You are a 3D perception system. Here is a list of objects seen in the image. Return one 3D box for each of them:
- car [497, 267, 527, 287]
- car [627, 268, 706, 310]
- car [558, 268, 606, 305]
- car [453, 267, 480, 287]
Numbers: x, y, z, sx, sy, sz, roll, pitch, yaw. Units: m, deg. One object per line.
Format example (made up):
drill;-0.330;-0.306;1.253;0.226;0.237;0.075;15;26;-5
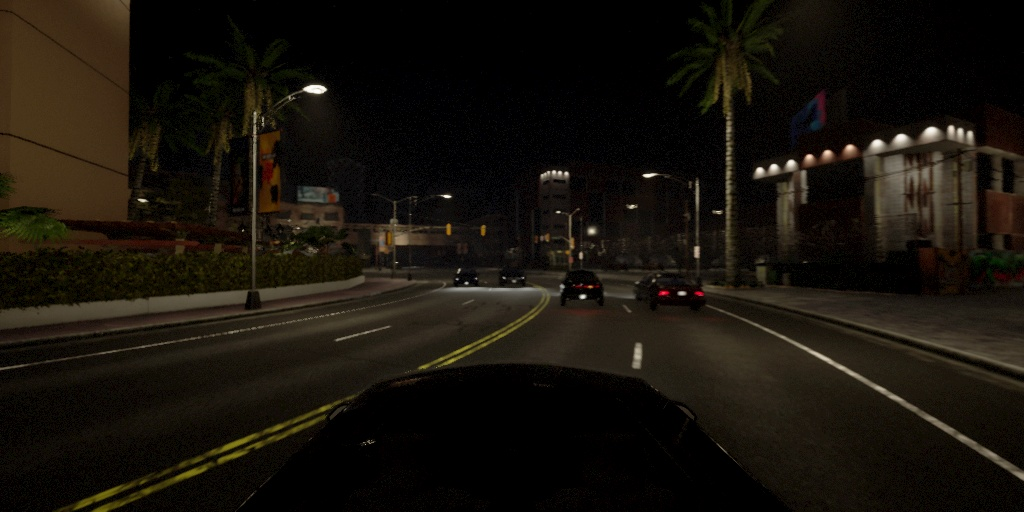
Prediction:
car;-0.037;1.557;27.576;1.812;1.442;4.674;0;-1;-5
car;6.565;1.436;15.482;2.033;1.411;5.357;0;-1;9
car;3.249;1.419;17.112;1.837;1.490;4.892;0;0;8
car;-3.582;1.594;28.401;2.033;1.411;5.357;0;-1;-7
